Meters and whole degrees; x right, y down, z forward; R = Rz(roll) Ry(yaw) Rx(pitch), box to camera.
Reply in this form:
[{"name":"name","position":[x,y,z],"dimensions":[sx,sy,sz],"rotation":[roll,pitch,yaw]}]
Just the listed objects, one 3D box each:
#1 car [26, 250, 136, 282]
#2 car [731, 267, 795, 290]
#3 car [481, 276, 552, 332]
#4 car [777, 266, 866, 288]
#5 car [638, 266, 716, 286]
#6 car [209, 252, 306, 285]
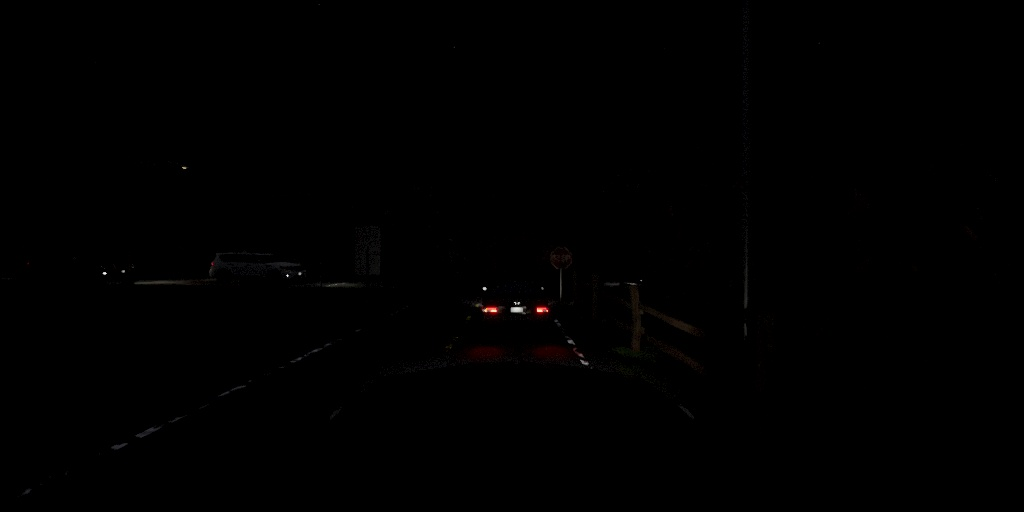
[{"name":"car","position":[-28.658,0.640,23.931],"dimensions":[5.566,2.045,2.150],"rotation":[1,0,0]},{"name":"car","position":[17.183,1.450,23.518],"dimensions":[5.008,1.535,1.882],"rotation":[1,0,1]},{"name":"car","position":[0.060,1.297,10.844],"dimensions":[2.033,1.411,5.357],"rotation":[0,0,-1]},{"name":"car","position":[22.703,1.529,26.419],"dimensions":[4.892,1.490,1.837],"rotation":[1,0,0]},{"name":"car","position":[12.230,1.450,26.514],"dimensions":[5.357,1.411,2.033],"rotation":[1,0,0]},{"name":"car","position":[-16.816,0.789,23.816],"dimensions":[5.566,2.045,2.150],"rotation":[1,0,1]}]
